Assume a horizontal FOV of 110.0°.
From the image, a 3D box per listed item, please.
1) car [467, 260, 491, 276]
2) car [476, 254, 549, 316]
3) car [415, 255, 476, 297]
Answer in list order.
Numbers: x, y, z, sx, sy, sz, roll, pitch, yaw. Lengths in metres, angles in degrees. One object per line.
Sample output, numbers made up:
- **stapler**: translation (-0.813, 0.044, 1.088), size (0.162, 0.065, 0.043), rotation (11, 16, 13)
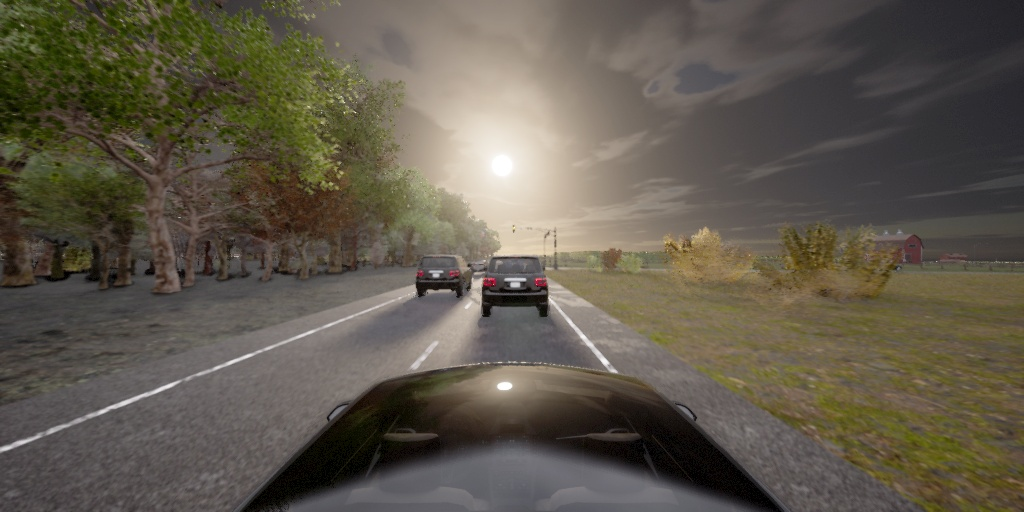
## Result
- **car**: translation (-3.401, 1.194, 38.150), size (2.128, 1.511, 4.902), rotation (0, 0, 0)
- **car**: translation (0.099, 0.957, 13.363), size (2.150, 2.045, 5.566), rotation (0, 0, 0)
- **car**: translation (-3.400, 0.952, 18.714), size (2.150, 2.045, 5.566), rotation (0, 0, 0)
